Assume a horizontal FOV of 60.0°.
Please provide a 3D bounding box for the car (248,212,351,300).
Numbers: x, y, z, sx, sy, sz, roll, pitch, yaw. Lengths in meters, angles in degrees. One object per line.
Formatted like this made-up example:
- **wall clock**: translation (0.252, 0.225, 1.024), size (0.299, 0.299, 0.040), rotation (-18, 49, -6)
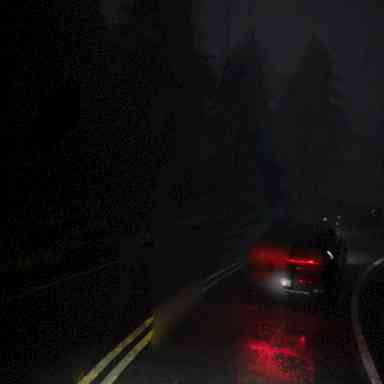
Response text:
- **car**: translation (2.940, 1.519, 8.737), size (1.837, 1.490, 4.892), rotation (3, 2, 28)

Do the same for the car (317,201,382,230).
- **car**: translation (8.853, 1.255, 18.879), size (4.181, 1.385, 1.994), rotation (-1, 5, -31)
